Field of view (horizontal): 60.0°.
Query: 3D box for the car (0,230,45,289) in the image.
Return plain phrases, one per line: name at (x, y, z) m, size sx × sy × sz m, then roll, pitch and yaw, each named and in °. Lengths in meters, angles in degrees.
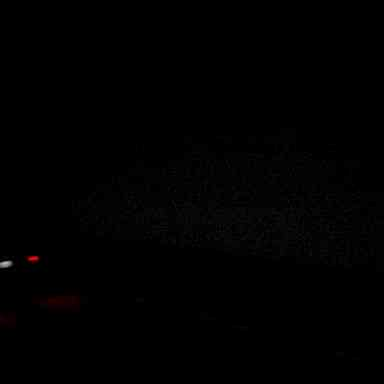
car at (-5.810, 1.497, 8.170) m, size 5.357 × 1.411 × 2.033 m, roll 0°, pitch 0°, yaw 35°
